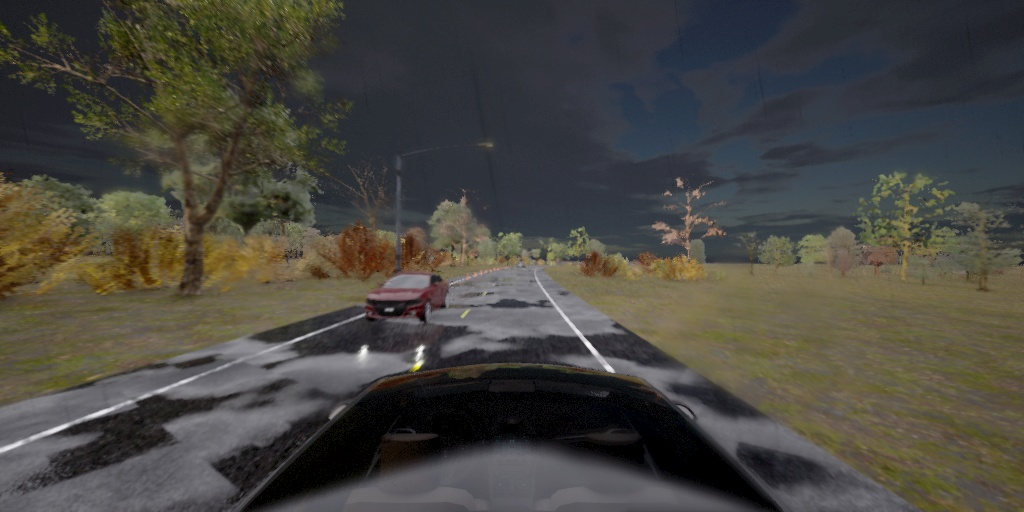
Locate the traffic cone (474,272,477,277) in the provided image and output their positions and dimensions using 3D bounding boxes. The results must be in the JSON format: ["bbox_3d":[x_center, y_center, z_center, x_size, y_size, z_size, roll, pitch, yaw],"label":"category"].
[{"bbox_3d":[-4.050,1.979,39.378,0.340,0.580,0.340,0,0,3],"label":"traffic cone"}]

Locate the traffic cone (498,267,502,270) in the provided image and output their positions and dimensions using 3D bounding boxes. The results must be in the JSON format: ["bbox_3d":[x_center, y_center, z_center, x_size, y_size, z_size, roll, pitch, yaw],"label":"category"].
[{"bbox_3d":[-2.494,2.230,64.426,0.340,0.580,0.340,0,0,4],"label":"traffic cone"}]

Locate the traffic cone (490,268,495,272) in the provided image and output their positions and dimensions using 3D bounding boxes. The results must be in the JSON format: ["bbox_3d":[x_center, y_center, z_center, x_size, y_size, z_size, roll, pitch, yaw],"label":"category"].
[{"bbox_3d":[-3.211,2.113,54.413,0.340,0.580,0.340,0,0,4],"label":"traffic cone"}]

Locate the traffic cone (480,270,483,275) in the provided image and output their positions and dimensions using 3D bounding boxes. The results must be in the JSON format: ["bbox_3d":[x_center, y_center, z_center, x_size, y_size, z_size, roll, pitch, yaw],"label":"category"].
[{"bbox_3d":[-3.802,2.018,44.391,0.340,0.580,0.340,0,0,3],"label":"traffic cone"}]

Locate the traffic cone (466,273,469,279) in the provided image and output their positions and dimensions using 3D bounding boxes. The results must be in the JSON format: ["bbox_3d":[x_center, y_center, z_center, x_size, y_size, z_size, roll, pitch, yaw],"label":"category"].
[{"bbox_3d":[-4.267,1.940,34.363,0.340,0.580,0.340,0,0,2],"label":"traffic cone"}]

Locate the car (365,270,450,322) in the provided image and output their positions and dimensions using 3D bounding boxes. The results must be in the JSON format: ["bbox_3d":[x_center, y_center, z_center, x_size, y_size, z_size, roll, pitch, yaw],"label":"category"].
[{"bbox_3d":[-3.515,1.304,12.858,1.882,1.535,5.008,0,0,1],"label":"car"}]
